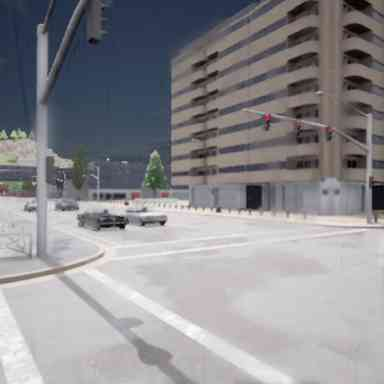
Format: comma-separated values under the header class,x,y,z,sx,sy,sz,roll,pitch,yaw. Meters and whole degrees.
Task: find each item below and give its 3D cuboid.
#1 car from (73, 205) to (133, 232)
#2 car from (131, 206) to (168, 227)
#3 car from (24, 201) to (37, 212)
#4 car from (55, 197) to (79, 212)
class,x,y,z,sx,sy,sz,roll,pitch,yaw
car,-5.849,1.720,21.447,1.895,1.301,4.718,0,0,-35
car,-3.625,1.736,24.381,1.895,1.301,4.718,0,0,-35
car,-19.319,1.755,40.882,1.895,1.301,4.718,0,0,-35
car,-15.646,1.520,41.726,2.097,1.767,4.553,0,0,-35
